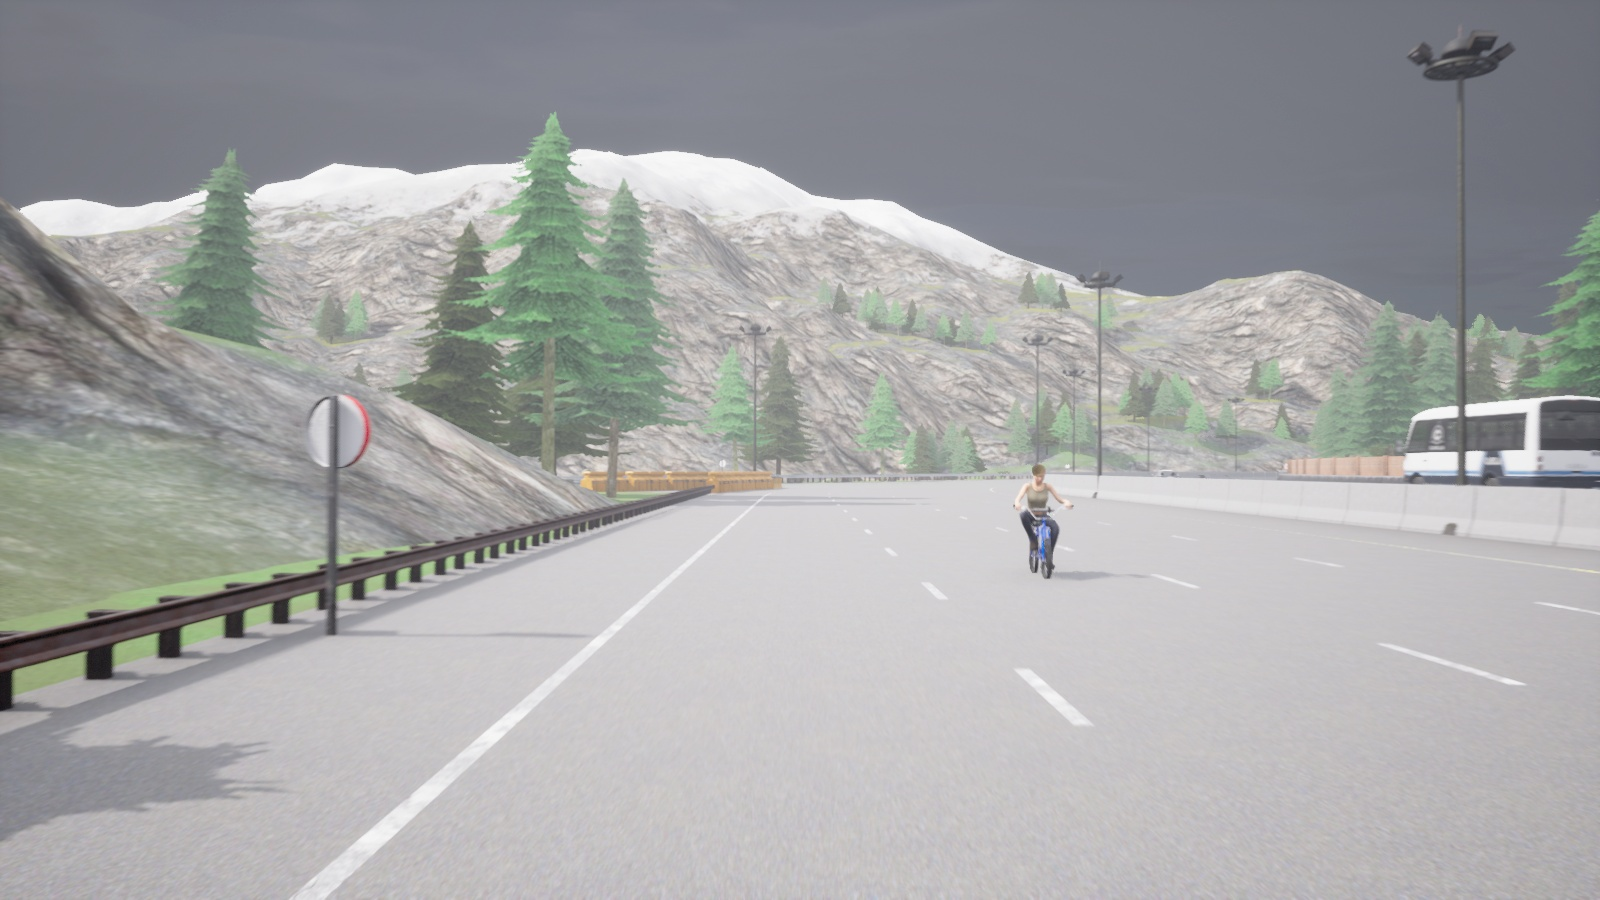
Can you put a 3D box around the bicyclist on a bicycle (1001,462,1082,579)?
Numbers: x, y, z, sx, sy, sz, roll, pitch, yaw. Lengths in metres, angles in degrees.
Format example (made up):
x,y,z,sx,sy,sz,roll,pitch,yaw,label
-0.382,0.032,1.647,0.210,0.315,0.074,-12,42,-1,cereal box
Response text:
x,y,z,sx,sy,sz,roll,pitch,yaw,label
3.461,0.986,18.136,0.866,1.612,1.509,0,-1,0,bicyclist on a bicycle

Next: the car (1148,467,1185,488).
x,y,z,sx,sy,sz,roll,pitch,yaw,label
25.915,1.911,88.958,1.970,1.475,3.806,0,-1,8,car

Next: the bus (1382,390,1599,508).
x,y,z,sx,sy,sz,roll,pitch,yaw,label
27.874,0.029,50.723,3.944,4.253,10.273,0,-1,0,bus
